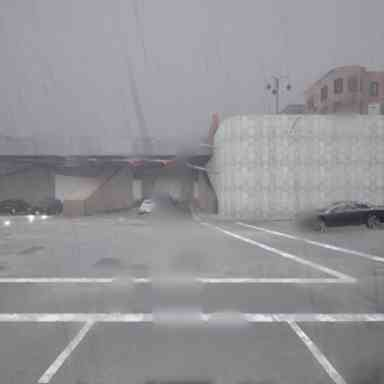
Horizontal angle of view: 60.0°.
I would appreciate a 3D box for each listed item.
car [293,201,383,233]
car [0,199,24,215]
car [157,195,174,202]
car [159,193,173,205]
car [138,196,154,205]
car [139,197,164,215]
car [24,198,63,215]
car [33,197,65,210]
[{"bbox_3d":[8.056,1.287,18.227,4.902,1.511,2.128,-4,0,0],"label":"car"},{"bbox_3d":[-18.369,1.476,34.074,1.882,1.535,5.008,0,0,-1],"label":"car"},{"bbox_3d":[-5.976,1.496,75.461,1.837,1.490,4.892,0,0,24],"label":"car"},{"bbox_3d":[-4.840,1.219,60.437,2.150,2.045,5.566,0,0,0],"label":"car"},{"bbox_3d":[-8.347,1.543,60.710,2.033,1.411,5.357,0,0,0],"label":"car"},{"bbox_3d":[-4.242,1.524,34.039,1.812,1.442,4.674,0,0,-1],"label":"car"},{"bbox_3d":[-14.881,1.546,34.484,2.033,1.411,5.357,0,0,-2],"label":"car"},{"bbox_3d":[-18.624,1.489,43.500,2.128,1.511,4.902,0,0,-1],"label":"car"}]
